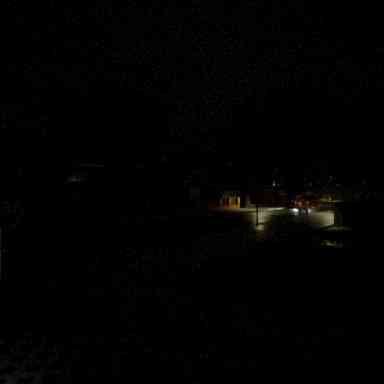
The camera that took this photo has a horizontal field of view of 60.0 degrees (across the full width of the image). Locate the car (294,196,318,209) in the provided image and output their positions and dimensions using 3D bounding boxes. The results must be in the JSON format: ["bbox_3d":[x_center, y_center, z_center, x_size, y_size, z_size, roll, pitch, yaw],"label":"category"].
[{"bbox_3d":[15.694,1.319,45.709,2.097,1.767,4.553,0,0,36],"label":"car"}]
